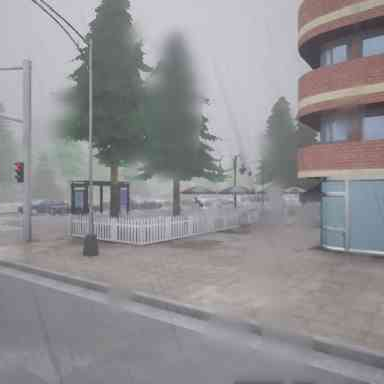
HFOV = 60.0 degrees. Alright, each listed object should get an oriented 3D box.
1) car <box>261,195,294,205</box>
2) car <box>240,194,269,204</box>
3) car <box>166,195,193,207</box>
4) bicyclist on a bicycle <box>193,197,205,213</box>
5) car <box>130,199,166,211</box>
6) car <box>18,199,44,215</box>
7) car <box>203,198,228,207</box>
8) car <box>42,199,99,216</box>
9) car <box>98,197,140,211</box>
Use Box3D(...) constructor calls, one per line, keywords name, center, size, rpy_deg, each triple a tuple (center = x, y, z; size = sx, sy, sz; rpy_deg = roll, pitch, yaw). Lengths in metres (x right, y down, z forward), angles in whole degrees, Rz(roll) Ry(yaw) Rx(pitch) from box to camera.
Box3D(name="car", center=(13.351, 1.544, 50.751), size=(4.718, 1.301, 1.895), rpy_deg=(0, 0, -26))
Box3D(name="car", center=(11.014, 1.223, 57.715), size=(5.566, 2.045, 2.150), rpy_deg=(0, 0, -24))
Box3D(name="car", center=(-2.020, 1.294, 48.568), size=(4.553, 1.767, 2.097), rpy_deg=(0, 0, -43))
Box3D(name="bicyclist on a bicycle", center=(0.424, 1.244, 27.312), size=(1.656, 1.620, 0.582), rpy_deg=(0, 0, 36))
Box3D(name="car", center=(-5.670, 1.543, 39.101), size=(1.895, 1.301, 4.718), rpy_deg=(0, 0, 37))
Box3D(name="car", center=(-14.562, 1.420, 32.967), size=(1.882, 1.535, 5.008), rpy_deg=(0, 0, 36))
Box3D(name="car", center=(3.557, 1.506, 48.917), size=(4.181, 1.385, 1.994), rpy_deg=(0, 0, -39))
Box3D(name="car", center=(-11.265, 1.543, 31.573), size=(1.895, 1.301, 4.718), rpy_deg=(0, 0, 36))
Box3D(name="car", center=(-8.844, 1.420, 40.638), size=(1.882, 1.535, 5.008), rpy_deg=(0, 0, 38))
